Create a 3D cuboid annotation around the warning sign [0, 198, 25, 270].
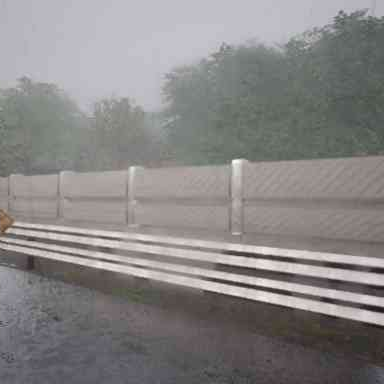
[{"bbox_3d":[-5.501,1.123,9.076,1.060,1.860,1.300,-1,0,36],"label":"warning sign"}]
